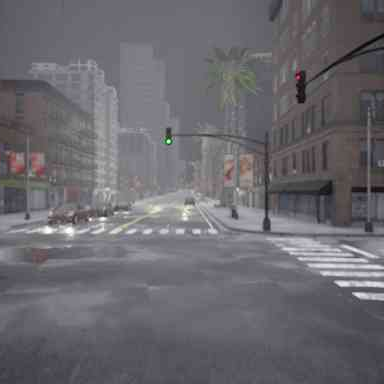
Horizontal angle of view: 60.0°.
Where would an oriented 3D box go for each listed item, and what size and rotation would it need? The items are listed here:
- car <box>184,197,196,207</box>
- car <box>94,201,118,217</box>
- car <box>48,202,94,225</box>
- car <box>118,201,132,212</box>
[{"bbox_3d":[-0.456,2.046,69.862,2.150,2.045,5.566,0,-1,0],"label":"car"},{"bbox_3d":[-10.131,1.799,37.256,2.097,1.767,4.553,0,-1,0],"label":"car"},{"bbox_3d":[-10.069,1.678,27.427,2.097,1.767,4.553,0,-1,0],"label":"car"},{"bbox_3d":[-10.207,2.068,49.558,1.882,1.535,5.008,0,-1,0],"label":"car"}]
